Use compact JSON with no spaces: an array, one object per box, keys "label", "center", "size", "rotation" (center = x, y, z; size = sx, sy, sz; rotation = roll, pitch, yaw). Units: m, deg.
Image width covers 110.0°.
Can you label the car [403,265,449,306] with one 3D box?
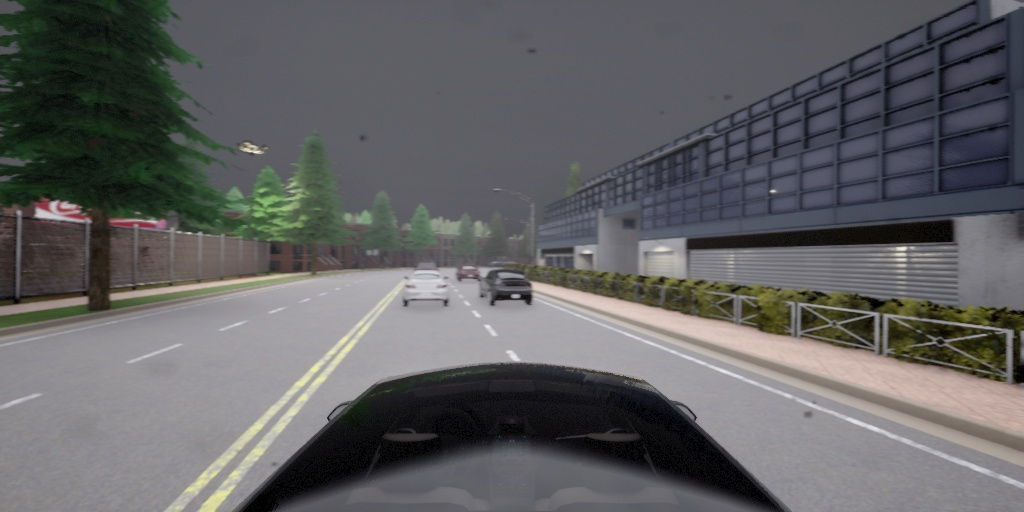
[{"label":"car","center":[-3.815,1.330,15.979],"size":[1.812,1.442,4.674],"rotation":[1,0,-13]}]

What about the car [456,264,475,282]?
[{"label":"car","center":[-3.859,1.442,31.405],"size":[1.812,1.442,4.674],"rotation":[1,0,-13]}]

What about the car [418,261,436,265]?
[{"label":"car","center":[-7.202,1.215,30.298],"size":[2.097,1.767,4.553],"rotation":[1,-1,-13]}]

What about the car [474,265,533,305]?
[{"label":"car","center":[-0.394,1.362,16.719],"size":[1.837,1.490,4.892],"rotation":[1,0,-13]}]
